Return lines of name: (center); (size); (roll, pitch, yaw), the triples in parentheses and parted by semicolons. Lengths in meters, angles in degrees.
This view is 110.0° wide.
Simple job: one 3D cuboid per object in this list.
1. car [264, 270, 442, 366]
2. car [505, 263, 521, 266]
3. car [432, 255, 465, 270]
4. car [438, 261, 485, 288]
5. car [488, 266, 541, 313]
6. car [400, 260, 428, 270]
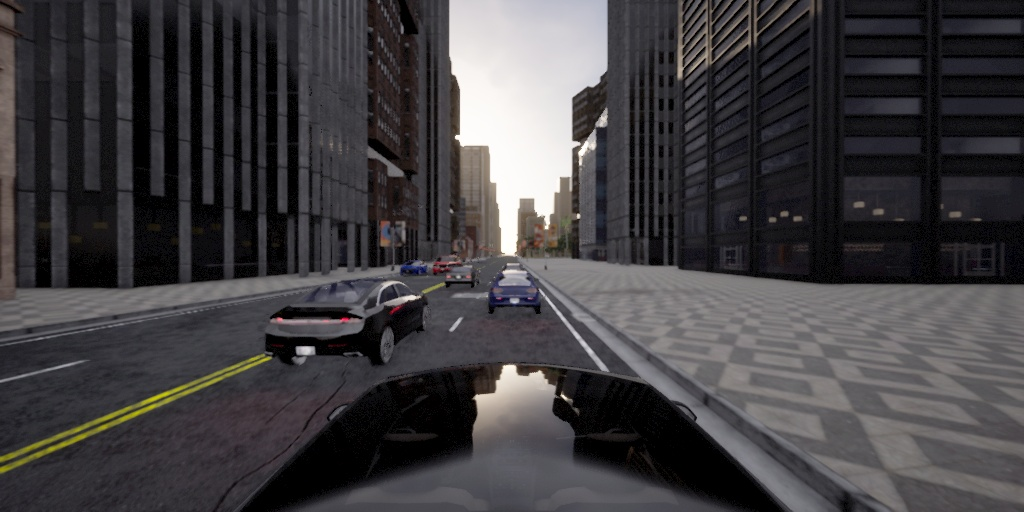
car: (-3.171, 1.240, 7.959); (2.128, 1.511, 4.902); (0, 0, 0)
car: (0.096, 1.287, 29.240); (1.994, 1.385, 4.181); (0, 0, 0)
car: (-6.592, 0.927, 36.745); (2.150, 2.045, 5.566); (0, 0, 0)
car: (-3.163, 1.280, 23.723); (2.033, 1.411, 5.357); (0, 0, 0)
car: (0.083, 1.269, 13.842); (1.812, 1.442, 4.674); (0, 0, 0)
car: (-9.840, 1.185, 36.300); (1.882, 1.535, 5.008); (0, 0, 0)
